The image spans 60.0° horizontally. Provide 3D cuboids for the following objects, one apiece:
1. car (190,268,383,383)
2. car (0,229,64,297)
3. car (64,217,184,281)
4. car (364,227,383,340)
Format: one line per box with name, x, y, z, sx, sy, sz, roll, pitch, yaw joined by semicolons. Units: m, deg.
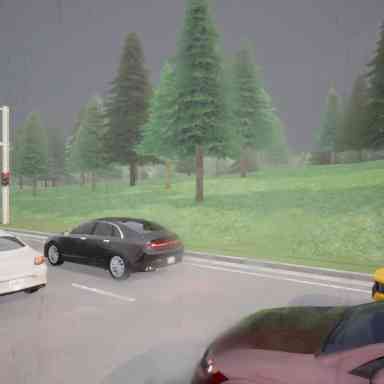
car;2.028;1.564;2.545;4.181;1.385;1.994;0;0;35
car;-5.123;1.527;7.547;4.674;1.442;1.812;0;0;36
car;-2.491;1.506;9.957;4.892;1.490;1.837;0;0;36
car;5.280;1.477;4.522;5.008;1.535;1.882;0;0;36
